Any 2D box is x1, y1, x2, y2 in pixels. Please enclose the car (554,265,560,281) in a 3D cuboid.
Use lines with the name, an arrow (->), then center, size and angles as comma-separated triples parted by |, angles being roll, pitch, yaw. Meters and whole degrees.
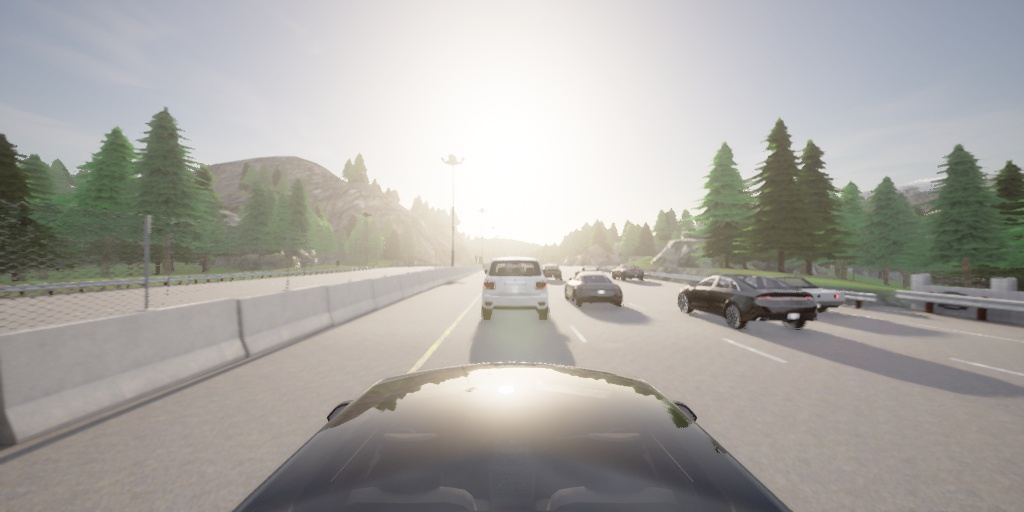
car -> 3.609, 1.538, 34.103 | 1.837, 1.490, 4.892 | 0, -1, 0

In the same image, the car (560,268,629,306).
car -> 3.605, 1.443, 16.469 | 1.994, 1.385, 4.181 | 0, -1, 0

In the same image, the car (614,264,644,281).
car -> 10.610, 1.517, 33.135 | 2.128, 1.511, 4.902 | 0, 0, 0

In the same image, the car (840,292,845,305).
car -> 10.604, 1.465, 14.700 | 1.895, 1.301, 4.718 | 0, -1, 0

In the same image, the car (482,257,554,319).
car -> 0.115, 1.074, 13.425 | 2.150, 2.045, 5.566 | 0, -1, 0

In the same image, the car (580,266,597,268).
car -> 7.110, 1.629, 33.488 | 1.895, 1.301, 4.718 | 0, 0, 0

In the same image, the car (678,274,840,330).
car -> 7.103, 1.327, 11.465 | 2.128, 1.511, 4.902 | 0, -1, 0
